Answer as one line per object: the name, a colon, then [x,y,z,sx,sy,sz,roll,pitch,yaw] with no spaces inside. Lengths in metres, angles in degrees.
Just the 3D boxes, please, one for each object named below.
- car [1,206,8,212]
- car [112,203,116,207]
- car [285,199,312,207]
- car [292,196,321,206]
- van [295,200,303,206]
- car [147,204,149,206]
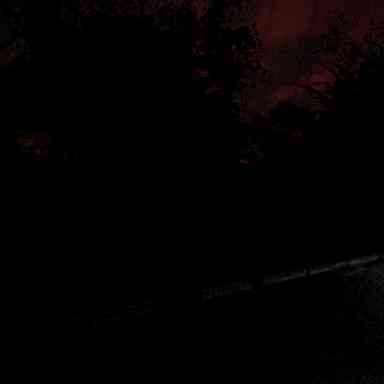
car: [-22.591,2.319,38.677,2.097,1.535,5.008,0,0,-36]
car: [-12.854,2.082,61.744,2.435,2.045,5.566,0,0,-36]
car: [22.686,2.254,70.808,1.946,1.575,5.366,-1,0,-36]
car: [24.852,1.986,72.550,2.435,2.045,5.566,-1,0,-36]
van: [20.388,2.051,69.250,1.878,1.987,4.442,-1,0,-36]
car: [-6.765,2.362,49.948,2.163,1.488,4.792,0,0,-36]
